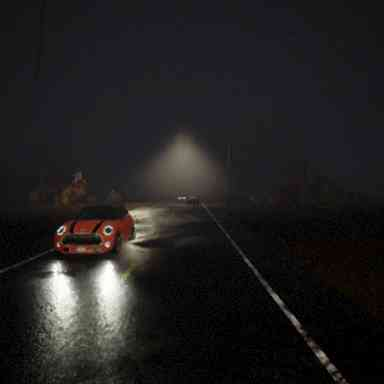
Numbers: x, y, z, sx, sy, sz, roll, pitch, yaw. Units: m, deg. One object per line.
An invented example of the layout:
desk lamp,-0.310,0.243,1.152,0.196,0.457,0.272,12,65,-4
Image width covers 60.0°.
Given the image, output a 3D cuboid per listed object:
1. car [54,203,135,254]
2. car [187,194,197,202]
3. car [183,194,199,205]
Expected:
car,-3.596,1.275,13.039,2.097,1.767,4.553,0,0,0
car,0.019,1.153,64.151,1.812,1.442,4.674,0,0,0
car,0.113,1.271,50.230,1.994,1.385,4.181,0,0,0
